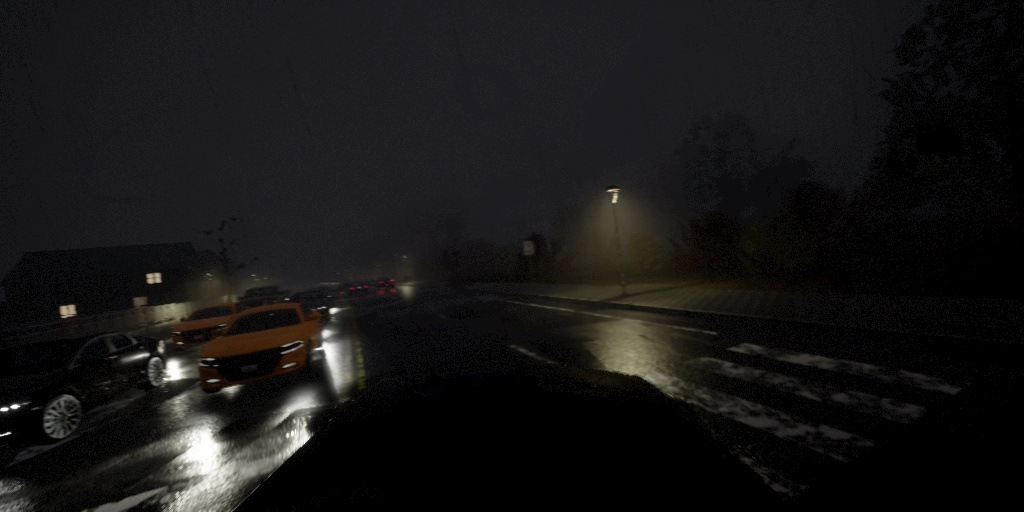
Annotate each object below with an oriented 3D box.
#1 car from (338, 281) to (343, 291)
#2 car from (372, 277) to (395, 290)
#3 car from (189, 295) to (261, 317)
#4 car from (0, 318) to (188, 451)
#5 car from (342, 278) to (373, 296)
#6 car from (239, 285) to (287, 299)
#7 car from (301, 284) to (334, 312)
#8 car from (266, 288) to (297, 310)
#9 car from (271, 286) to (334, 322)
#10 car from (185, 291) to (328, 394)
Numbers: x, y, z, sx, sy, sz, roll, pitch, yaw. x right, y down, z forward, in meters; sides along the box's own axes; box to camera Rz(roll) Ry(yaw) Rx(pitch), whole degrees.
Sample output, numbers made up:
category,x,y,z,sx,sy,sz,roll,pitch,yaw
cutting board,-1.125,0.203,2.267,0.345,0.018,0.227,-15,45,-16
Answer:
category,x,y,z,sx,sy,sz,roll,pitch,yaw
car,-24.873,4.424,53.532,1.812,1.442,4.674,-7,0,-30
car,-15.521,3.265,43.401,1.812,1.442,4.674,-7,0,-28
car,-12.345,2.774,15.108,1.882,1.535,5.008,-7,0,-25
car,-8.434,2.291,6.571,2.128,1.511,4.902,-7,0,-24
car,-16.676,3.420,38.627,2.033,1.411,5.357,-7,0,-28
car,-16.754,3.075,24.179,2.150,2.045,5.566,-7,0,-27
car,-14.524,3.064,27.021,1.882,1.535,5.008,-7,0,-27
car,-21.385,3.946,33.466,1.837,1.490,4.892,-7,0,-27
car,-9.978,2.500,17.662,2.128,1.511,4.902,-7,0,-26
car,-5.995,1.979,9.048,1.882,1.535,5.008,-7,0,-24
